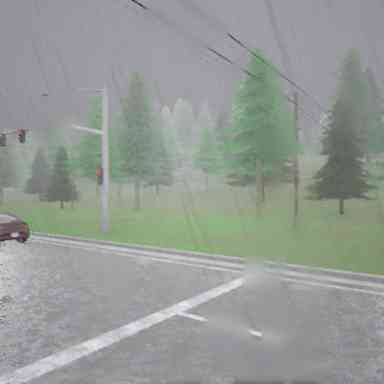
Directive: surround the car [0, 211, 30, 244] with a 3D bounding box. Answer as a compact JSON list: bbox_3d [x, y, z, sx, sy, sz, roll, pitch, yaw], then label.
[{"bbox_3d":[-8.994,1.557,14.715,4.674,1.442,1.812,0,0,36],"label":"car"}]
